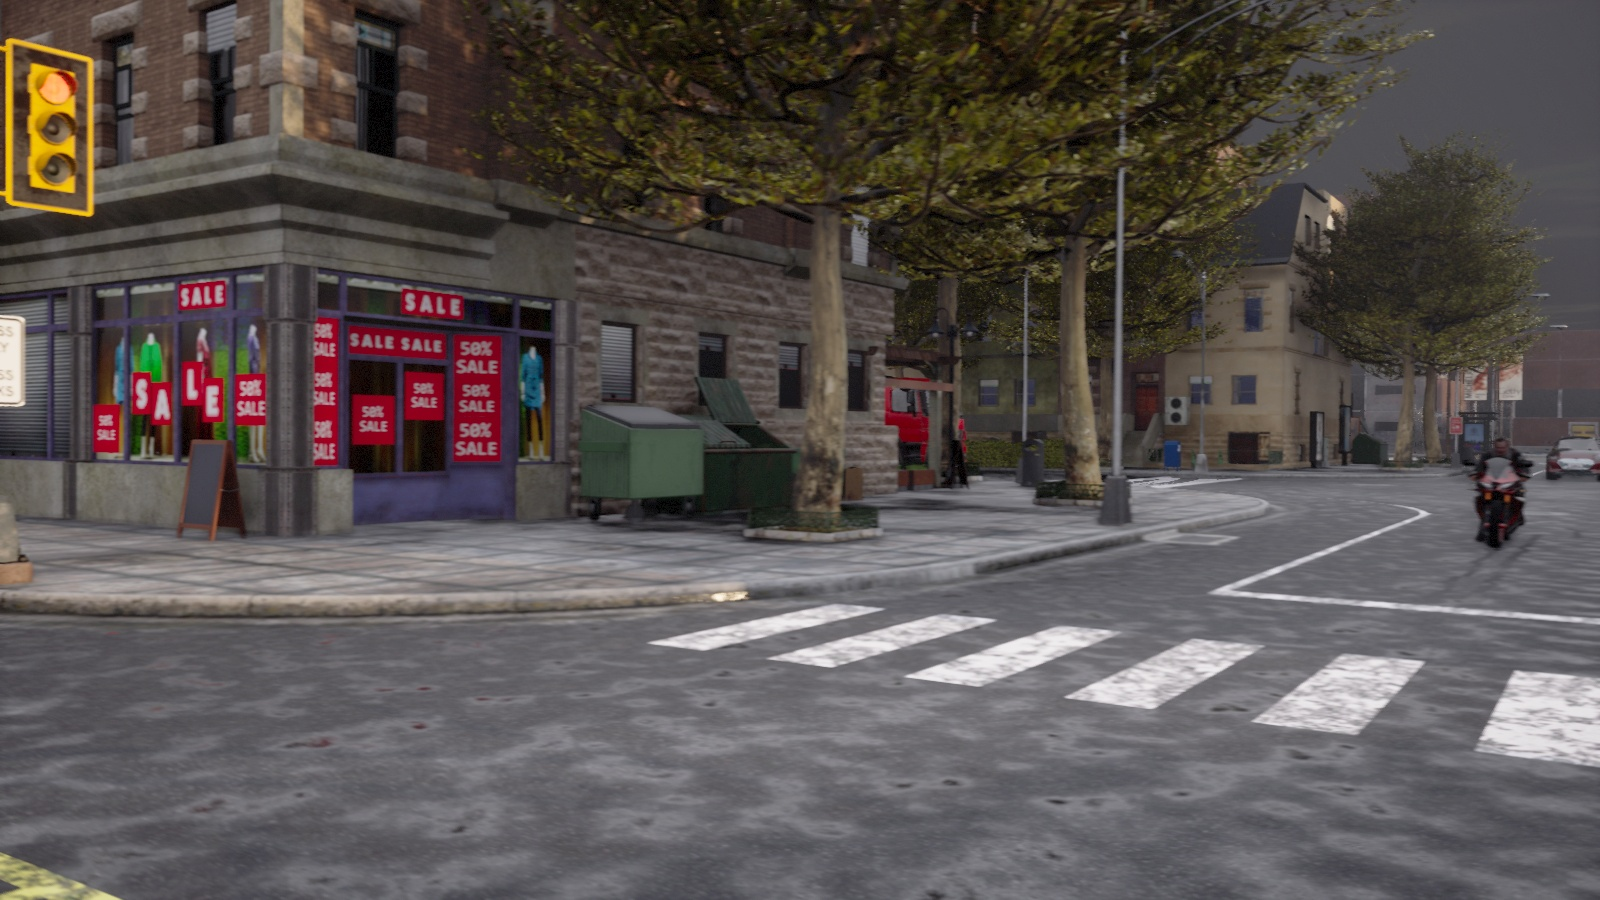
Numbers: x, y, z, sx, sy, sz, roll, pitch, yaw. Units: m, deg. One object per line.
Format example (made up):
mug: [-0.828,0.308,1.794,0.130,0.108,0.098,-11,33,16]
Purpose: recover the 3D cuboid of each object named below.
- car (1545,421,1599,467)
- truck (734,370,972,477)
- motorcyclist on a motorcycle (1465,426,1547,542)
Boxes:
car: [29.259,-0.246,47.092,2.033,1.649,4.856,0,1,33]
truck: [1.757,-0.867,43.964,7.936,3.462,2.891,0,1,34]
motorcyclist on a motorcycle: [10.022,0.433,17.778,0.866,1.530,2.191,0,1,33]
